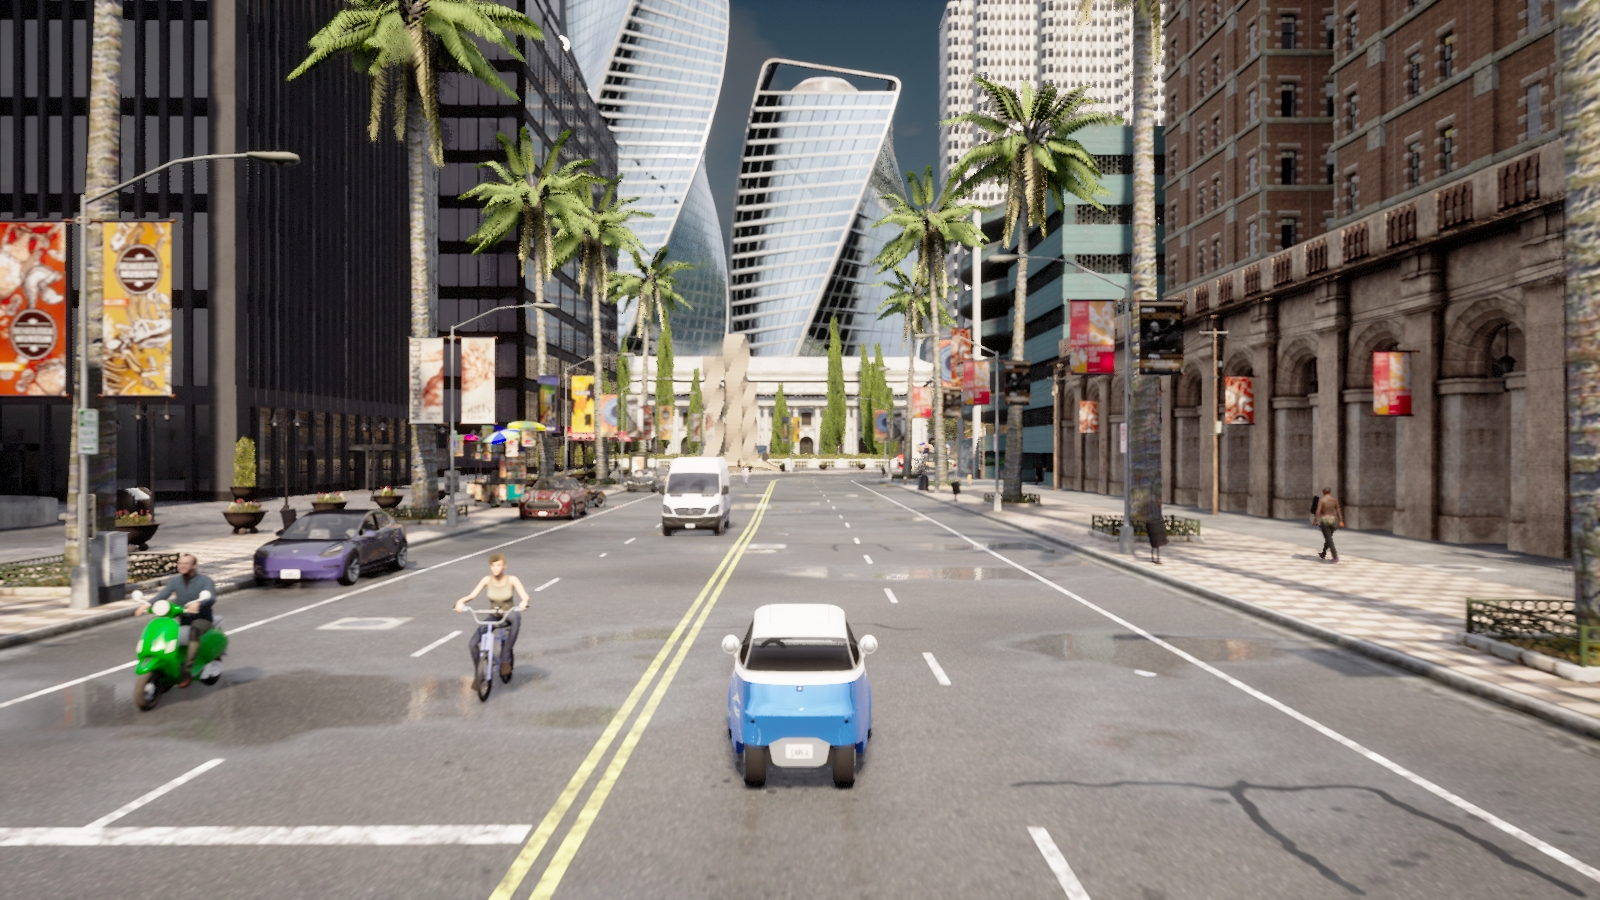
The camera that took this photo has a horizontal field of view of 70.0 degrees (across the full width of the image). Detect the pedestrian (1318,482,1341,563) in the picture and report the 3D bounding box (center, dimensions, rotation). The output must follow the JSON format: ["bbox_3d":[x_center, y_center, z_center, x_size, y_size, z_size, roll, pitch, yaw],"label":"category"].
[{"bbox_3d":[12.399,1.695,26.753,0.375,1.860,0.375,0,0,1],"label":"pedestrian"}]

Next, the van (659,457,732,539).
[{"bbox_3d":[-3.495,1.532,39.228,1.988,2.561,5.915,0,0,0],"label":"van"}]

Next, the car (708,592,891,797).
[{"bbox_3d":[-0.002,2.120,10.369,1.481,1.376,2.207,0,0,0],"label":"car"}]
